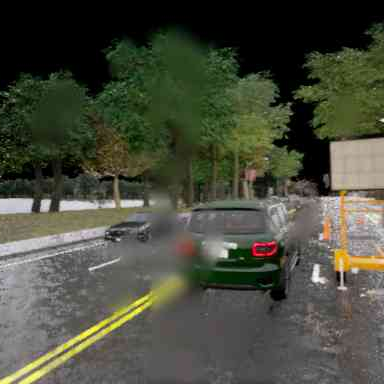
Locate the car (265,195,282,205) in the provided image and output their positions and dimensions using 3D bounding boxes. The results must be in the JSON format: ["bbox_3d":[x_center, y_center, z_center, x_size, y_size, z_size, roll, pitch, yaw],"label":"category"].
[{"bbox_3d":[13.885,1.363,56.521,2.033,1.411,5.357,-2,0,23],"label":"car"}]

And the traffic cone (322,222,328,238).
[{"bbox_3d":[6.194,1.822,15.358,0.340,0.580,0.340,-2,0,22],"label":"traffic cone"}]

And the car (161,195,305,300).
[{"bbox_3d":[1.530,1.210,8.657,2.150,2.045,5.566,-2,0,22],"label":"car"}]

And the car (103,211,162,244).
[{"bbox_3d":[-2.253,1.688,17.097,2.033,1.411,5.357,-2,0,22],"label":"car"}]

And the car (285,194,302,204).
[{"bbox_3d":[17.003,1.205,55.596,2.128,1.511,4.902,-2,0,23],"label":"car"}]

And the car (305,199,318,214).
[{"bbox_3d":[11.203,1.368,32.363,1.895,1.301,4.718,-2,0,22],"label":"car"}]

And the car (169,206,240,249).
[{"bbox_3d":[0.812,1.544,16.012,1.837,1.490,4.892,-2,0,22],"label":"car"}]

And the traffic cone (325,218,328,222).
[{"bbox_3d":[6.949,1.804,17.210,0.340,0.580,0.340,-2,0,22],"label":"traffic cone"}]

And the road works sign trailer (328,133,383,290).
[{"bbox_3d":[4.777,0.349,8.356,2.380,3.560,2.880,-2,0,23],"label":"road works sign trailer"}]
